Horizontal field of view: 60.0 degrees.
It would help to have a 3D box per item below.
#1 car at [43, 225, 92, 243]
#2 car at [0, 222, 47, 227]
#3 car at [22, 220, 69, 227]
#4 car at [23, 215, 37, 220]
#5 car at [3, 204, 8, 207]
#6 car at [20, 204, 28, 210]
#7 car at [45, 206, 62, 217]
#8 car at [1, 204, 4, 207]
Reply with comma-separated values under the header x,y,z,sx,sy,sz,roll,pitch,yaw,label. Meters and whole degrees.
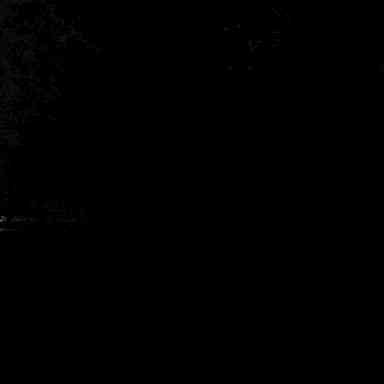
x,y,z,sx,sy,sz,roll,pitch,yaw,label
-14.081,4.698,37.678,4.792,1.488,2.163,1,1,17,car
-17.793,4.416,32.857,5.566,2.045,2.435,1,1,17,car
-15.907,4.417,35.267,5.566,2.045,2.435,1,1,17,car
-25.757,4.219,50.380,5.566,2.045,2.435,0,0,17,car
-41.830,4.116,79.930,2.097,1.535,5.008,1,1,19,car
-37.158,4.225,76.162,2.002,1.452,4.674,0,1,19,car
-30.114,4.036,70.501,2.435,2.045,5.566,1,1,19,car
-44.194,3.957,81.779,2.185,1.767,4.553,0,1,19,car
